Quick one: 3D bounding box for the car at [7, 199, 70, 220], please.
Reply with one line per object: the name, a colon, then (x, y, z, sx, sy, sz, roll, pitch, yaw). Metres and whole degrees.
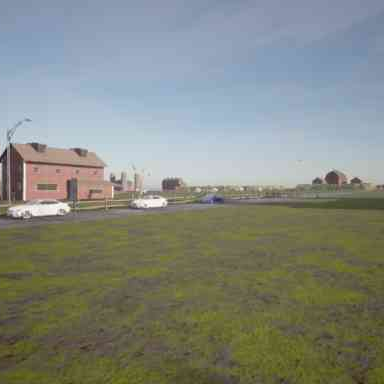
car: (-11.896, 1.282, 26.002, 1.812, 1.442, 4.674, 1, 1, 36)

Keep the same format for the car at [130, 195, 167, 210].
car: (-4.585, 1.098, 36.107, 1.812, 1.442, 4.674, 1, 1, 36)

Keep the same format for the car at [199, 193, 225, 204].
car: (2.847, 0.909, 46.325, 1.812, 1.442, 4.674, 1, 1, 36)
